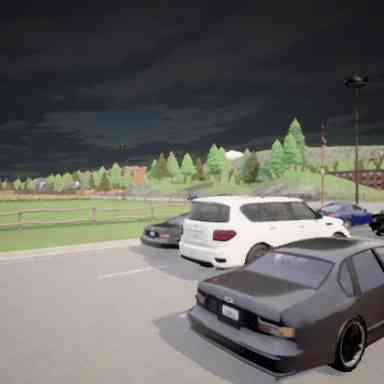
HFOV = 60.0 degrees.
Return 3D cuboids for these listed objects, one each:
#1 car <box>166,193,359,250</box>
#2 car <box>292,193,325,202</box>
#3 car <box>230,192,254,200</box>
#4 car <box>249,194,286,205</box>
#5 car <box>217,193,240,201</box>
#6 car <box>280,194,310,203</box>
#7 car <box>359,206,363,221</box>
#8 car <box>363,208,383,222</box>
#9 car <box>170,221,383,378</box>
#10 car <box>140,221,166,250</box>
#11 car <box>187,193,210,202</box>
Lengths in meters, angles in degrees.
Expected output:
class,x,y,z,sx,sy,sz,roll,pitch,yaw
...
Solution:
class,x,y,z,sx,sy,sz,roll,pitch,yaw
car,2.268,1.127,9.684,5.566,2.045,2.150,-1,0,-35
car,19.551,0.873,56.007,2.128,1.511,4.902,-1,1,-36
car,10.356,0.862,68.669,1.882,1.535,5.008,-1,1,-36
car,11.160,1.064,49.667,2.033,1.411,5.357,-1,1,-36
car,7.270,0.932,66.932,1.837,1.490,4.892,-1,1,-36
car,16.682,0.990,53.992,1.994,1.385,4.181,-1,1,-36
car,8.470,1.302,18.456,4.674,1.442,1.812,-1,1,-36
car,10.334,1.256,15.494,5.008,1.535,1.882,-1,1,-35
car,2.493,1.482,5.535,5.357,1.411,2.033,-1,1,-36
car,0.690,1.446,12.858,5.357,1.411,2.033,-1,1,-36
car,1.200,0.996,63.317,1.882,1.535,5.008,-1,0,-36
